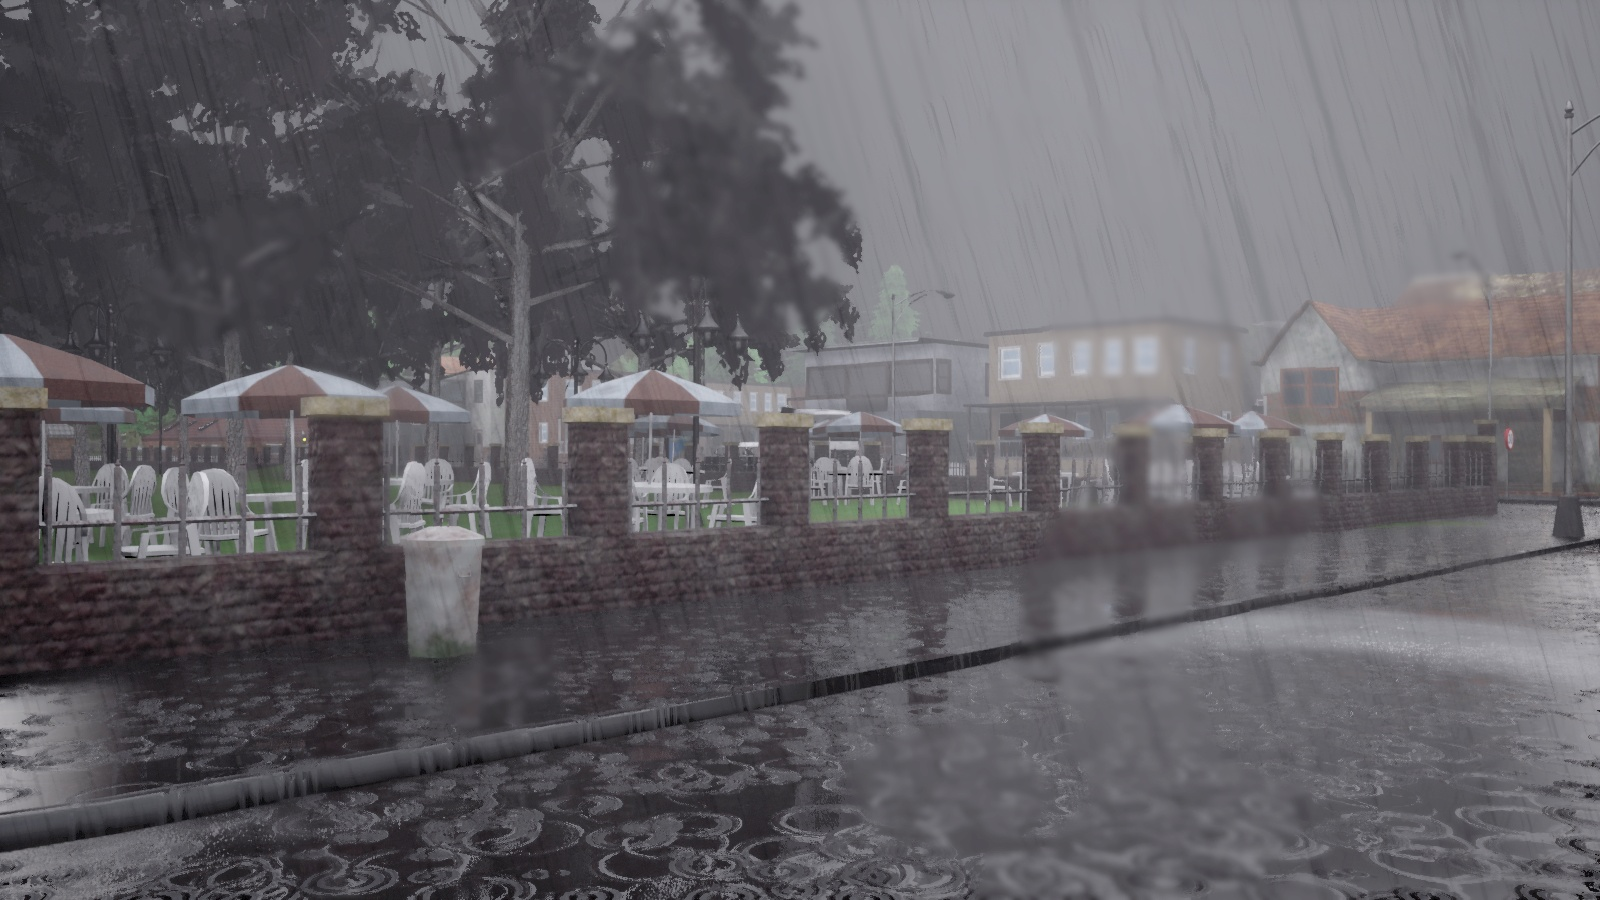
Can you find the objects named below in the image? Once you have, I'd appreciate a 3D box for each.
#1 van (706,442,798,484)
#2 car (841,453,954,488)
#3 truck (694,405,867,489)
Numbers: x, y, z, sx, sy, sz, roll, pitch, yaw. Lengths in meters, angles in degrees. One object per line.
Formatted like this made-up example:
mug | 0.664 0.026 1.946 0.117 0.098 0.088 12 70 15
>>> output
van | -2.443 0.621 62.557 4.480 2.038 2.069 0 0 45
car | 4.300 0.871 55.921 4.792 1.488 2.163 0 0 45
truck | -1.000 -0.103 55.520 7.936 3.462 2.891 0 0 44
